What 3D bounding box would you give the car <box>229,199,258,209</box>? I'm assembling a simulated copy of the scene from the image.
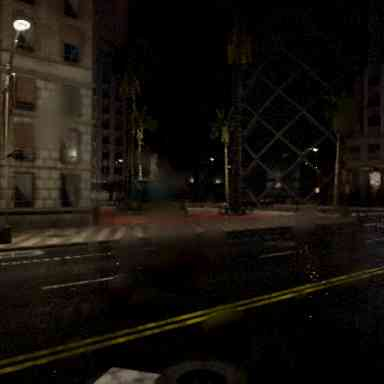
[{"bbox_3d":[8.536,2.017,55.124,4.892,1.490,1.837,2,1,39],"label":"car"}]
